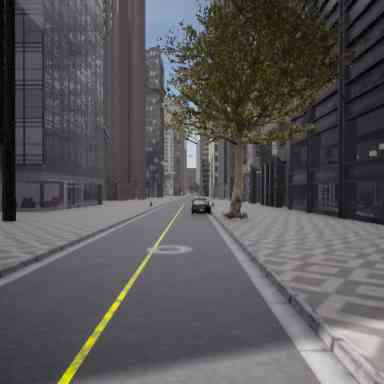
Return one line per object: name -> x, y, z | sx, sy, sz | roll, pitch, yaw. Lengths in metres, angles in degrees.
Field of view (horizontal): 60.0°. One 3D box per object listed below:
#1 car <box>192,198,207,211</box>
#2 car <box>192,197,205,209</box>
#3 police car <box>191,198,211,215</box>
car -> 0.900, 1.628, 43.941 | 1.837, 1.490, 4.892 | 0, 0, 0
car -> 0.900, 1.602, 49.942 | 1.882, 1.535, 5.008 | 0, 0, 0
police car -> 0.900, 1.478, 34.051 | 1.930, 1.638, 5.238 | 0, 0, 0
